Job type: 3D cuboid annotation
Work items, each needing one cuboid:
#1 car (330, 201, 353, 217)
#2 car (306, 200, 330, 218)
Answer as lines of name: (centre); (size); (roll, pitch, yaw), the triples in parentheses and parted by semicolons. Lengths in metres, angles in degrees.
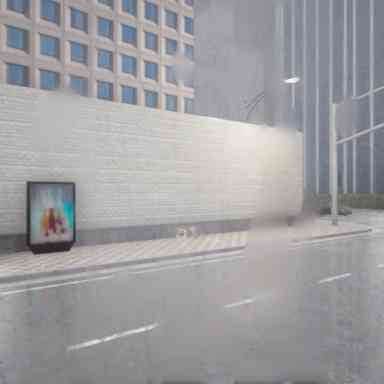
car: (12.726, 1.548, 31.701); (1.837, 1.490, 4.892); (0, 0, -36)
car: (9.562, 1.398, 30.109); (2.097, 1.767, 4.553); (0, 0, -36)
